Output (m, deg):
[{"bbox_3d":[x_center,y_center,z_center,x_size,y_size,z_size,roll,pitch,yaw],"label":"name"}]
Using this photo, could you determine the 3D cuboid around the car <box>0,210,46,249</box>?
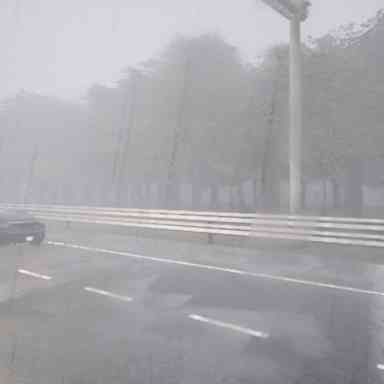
[{"bbox_3d":[-8.091,1.510,13.943,4.892,1.490,1.837,0,0,36],"label":"car"}]
